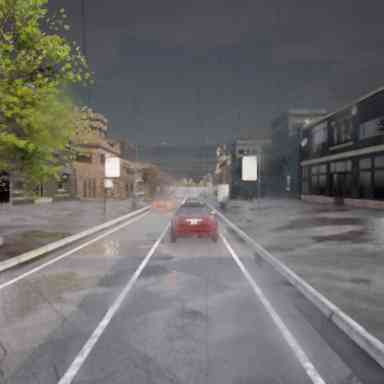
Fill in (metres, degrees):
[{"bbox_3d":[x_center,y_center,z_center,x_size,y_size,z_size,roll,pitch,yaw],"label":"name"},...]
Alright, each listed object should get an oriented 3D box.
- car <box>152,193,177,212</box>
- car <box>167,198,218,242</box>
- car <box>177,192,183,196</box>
[{"bbox_3d":[-3.108,1.188,35.964,2.097,1.767,4.553,0,1,0],"label":"car"},{"bbox_3d":[0.092,1.326,16.280,2.097,1.767,4.553,0,0,0],"label":"car"},{"bbox_3d":[-3.038,0.821,77.664,1.812,1.442,4.674,0,1,0],"label":"car"}]
